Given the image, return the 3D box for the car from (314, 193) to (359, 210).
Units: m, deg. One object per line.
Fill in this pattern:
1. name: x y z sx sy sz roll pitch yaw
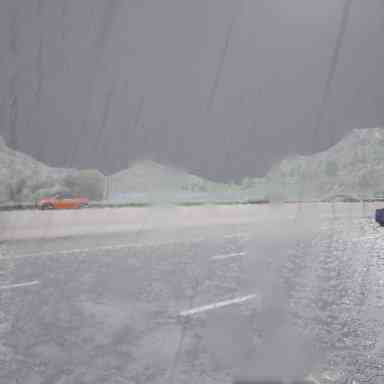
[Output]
1. car: 16.312 1.043 37.531 4.553 1.767 2.097 0 1 -25

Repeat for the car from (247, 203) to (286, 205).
1. car: 8.473 1.099 37.723 5.008 1.535 1.882 0 1 -32

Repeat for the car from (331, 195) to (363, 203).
1. car: 14.892 1.212 32.952 5.008 1.535 1.882 0 1 -26

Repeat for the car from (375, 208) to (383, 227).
1. car: 13.216 1.350 20.072 5.008 1.535 1.882 0 1 -28

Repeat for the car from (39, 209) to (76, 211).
1. car: -11.615 0.889 29.840 4.553 1.767 2.097 0 1 -33
